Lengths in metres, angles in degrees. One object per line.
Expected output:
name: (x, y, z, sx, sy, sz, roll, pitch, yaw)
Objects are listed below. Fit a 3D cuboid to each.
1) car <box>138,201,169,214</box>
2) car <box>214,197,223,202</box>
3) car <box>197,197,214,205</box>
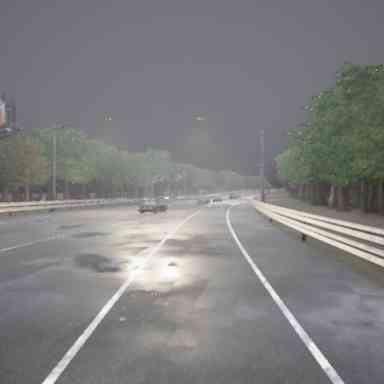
car: (-4.209, 1.661, 36.653, 2.033, 1.411, 5.357, -1, 0, 14)
car: (6.351, 1.757, 79.503, 1.895, 1.301, 4.718, 0, 0, 14)
car: (2.274, 1.694, 62.945, 2.033, 1.411, 5.357, 0, 0, 14)
